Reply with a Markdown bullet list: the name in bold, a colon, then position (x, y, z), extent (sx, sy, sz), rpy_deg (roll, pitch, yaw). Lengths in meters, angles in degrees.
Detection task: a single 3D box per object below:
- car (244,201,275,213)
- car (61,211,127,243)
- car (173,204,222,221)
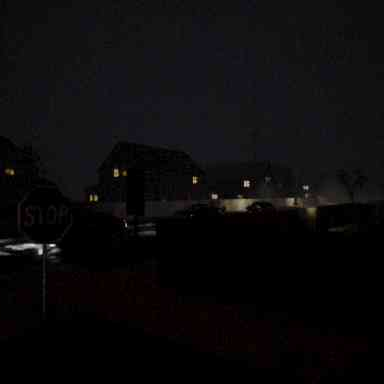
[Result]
- **car**: position (7.128, 1.747, 34.585), extent (1.837, 1.490, 4.892), rpy_deg (0, -1, 35)
- **car**: position (-5.319, 1.671, 16.939), extent (1.994, 1.385, 4.181), rpy_deg (0, 0, 36)
- **car**: position (0.497, 1.659, 25.197), extent (2.128, 1.511, 4.902), rpy_deg (0, 0, 35)
